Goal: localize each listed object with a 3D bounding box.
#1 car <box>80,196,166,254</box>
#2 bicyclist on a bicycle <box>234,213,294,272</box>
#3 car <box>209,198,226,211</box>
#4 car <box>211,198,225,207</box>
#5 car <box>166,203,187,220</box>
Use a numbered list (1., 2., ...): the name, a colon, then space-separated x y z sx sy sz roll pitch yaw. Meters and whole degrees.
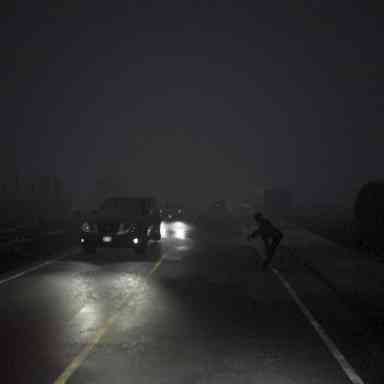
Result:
1. car: -2.639 1.208 13.760 2.150 2.045 5.566 0 0 4
2. bicyclist on a bicycle: 2.017 1.412 9.334 1.656 1.620 0.582 0 0 4
3. car: 3.125 1.526 40.042 1.994 1.385 4.181 0 0 5
4. car: 3.912 1.553 50.006 1.895 1.301 4.718 0 0 4
5. car: -1.526 1.573 27.731 1.895 1.301 4.718 0 0 4
